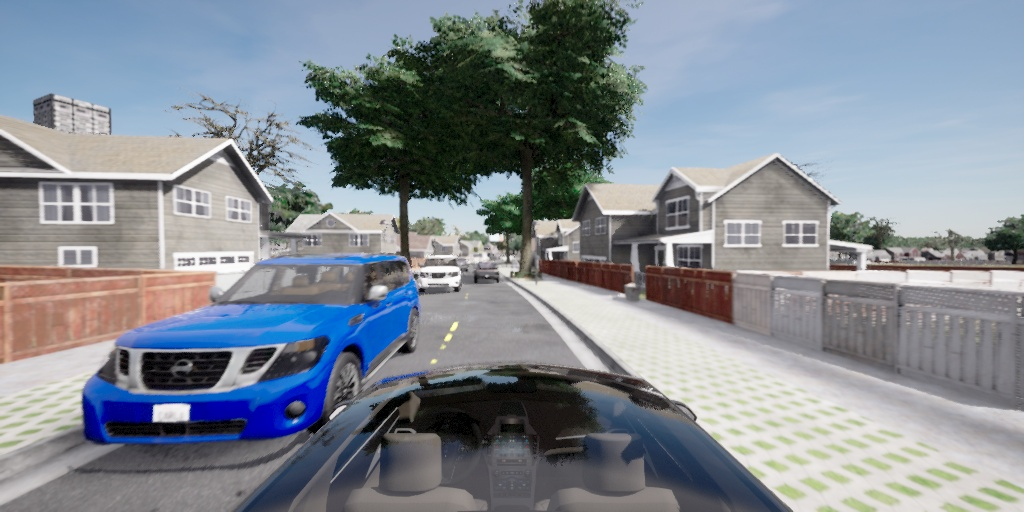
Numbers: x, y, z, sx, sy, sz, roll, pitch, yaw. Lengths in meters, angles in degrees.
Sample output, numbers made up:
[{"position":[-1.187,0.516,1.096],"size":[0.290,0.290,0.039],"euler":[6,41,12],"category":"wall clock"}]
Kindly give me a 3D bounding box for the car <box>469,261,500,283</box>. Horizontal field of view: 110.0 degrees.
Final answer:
[{"position":[-1.986,1.209,27.640],"size":[2.128,1.511,4.902],"euler":[0,0,-6],"category":"car"}]

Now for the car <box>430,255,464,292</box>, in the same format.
[{"position":[-4.106,0.963,21.134],"size":[2.150,2.045,5.566],"euler":[0,0,-7],"category":"car"}]

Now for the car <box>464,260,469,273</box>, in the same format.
[{"position":[-6.230,1.214,43.776],"size":[2.128,1.511,4.902],"euler":[0,0,-4],"category":"car"}]

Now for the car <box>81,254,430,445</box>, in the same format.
[{"position":[-3.006,0.977,5.813],"size":[2.150,2.045,5.566],"euler":[0,0,-2],"category":"car"}]
